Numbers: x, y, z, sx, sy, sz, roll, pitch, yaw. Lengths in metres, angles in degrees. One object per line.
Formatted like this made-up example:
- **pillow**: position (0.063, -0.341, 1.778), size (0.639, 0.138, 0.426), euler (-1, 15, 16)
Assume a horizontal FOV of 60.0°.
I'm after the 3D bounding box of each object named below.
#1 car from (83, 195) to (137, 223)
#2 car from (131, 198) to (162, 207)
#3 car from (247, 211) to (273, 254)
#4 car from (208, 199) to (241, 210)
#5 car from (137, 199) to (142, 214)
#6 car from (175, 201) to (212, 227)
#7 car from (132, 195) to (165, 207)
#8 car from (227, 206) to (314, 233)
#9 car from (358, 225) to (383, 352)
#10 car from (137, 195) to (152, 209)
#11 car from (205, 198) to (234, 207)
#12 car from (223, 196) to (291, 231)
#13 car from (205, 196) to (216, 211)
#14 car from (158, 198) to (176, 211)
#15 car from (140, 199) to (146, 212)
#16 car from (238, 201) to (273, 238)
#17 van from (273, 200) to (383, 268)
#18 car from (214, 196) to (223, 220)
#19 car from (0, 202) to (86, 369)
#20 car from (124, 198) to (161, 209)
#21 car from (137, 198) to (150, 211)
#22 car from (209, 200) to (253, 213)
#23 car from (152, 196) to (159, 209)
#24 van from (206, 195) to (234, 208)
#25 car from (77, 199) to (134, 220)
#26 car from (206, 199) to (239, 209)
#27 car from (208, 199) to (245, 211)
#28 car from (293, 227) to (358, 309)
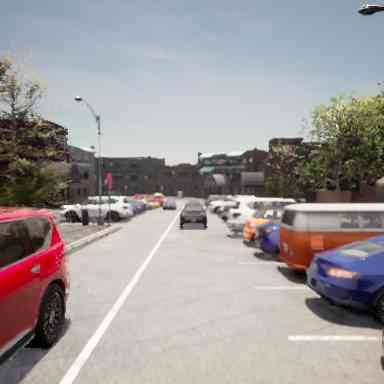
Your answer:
- **car**: position (-7.711, 1.391, 27.037), size (5.566, 2.045, 2.435), euler (0, 0, 0)
- **car**: position (-7.690, 1.790, 56.314), size (5.008, 1.535, 2.097), euler (0, 0, 0)
- **car**: position (4.677, 1.582, 12.020), size (4.792, 1.488, 2.163), euler (0, 0, 0)
- **car**: position (4.648, 1.810, 48.336), size (4.674, 1.452, 2.002), euler (0, 0, 0)
- **car**: position (-7.680, 1.717, 32.786), size (4.674, 1.452, 2.002), euler (0, 0, 0)
- **car**: position (0.098, 1.635, 23.930), size (2.128, 1.511, 4.902), euler (0, 0, 0)
- **car**: position (-7.656, 1.509, 59.256), size (5.566, 2.045, 2.435), euler (0, 0, 0)
- **car**: position (4.677, 1.632, 20.399), size (4.792, 1.488, 2.163), euler (0, 0, 0)
- **car**: position (4.680, 1.377, 3.639), size (4.553, 1.767, 2.185), euler (0, 0, 0)
- **car**: position (-7.715, 1.604, 41.727), size (4.553, 1.767, 2.185), euler (0, 0, 0)
- **car**: position (4.639, 1.788, 56.729), size (4.892, 1.521, 2.231), euler (0, 1, 0)
- **car**: position (4.676, 1.335, 17.608), size (5.566, 2.045, 2.435), euler (0, 0, 0)
- **car**: position (4.619, 1.452, 37.162), size (5.566, 2.045, 2.435), euler (0, 0, 0)
- **car**: position (-3.090, 1.826, 46.447), size (2.033, 1.411, 5.357), euler (0, 0, 0)
- **car**: position (-7.680, 1.735, 35.849), size (4.674, 1.452, 2.002), euler (0, 0, 0)
- **car**: position (4.618, 1.444, 14.812), size (4.553, 1.767, 2.185), euler (0, 0, 0)
- **van**: position (4.766, 1.310, 9.226), size (4.442, 1.987, 1.878), euler (0, 0, 0)
- **car**: position (4.679, 1.545, 31.699), size (4.553, 1.767, 2.185), euler (0, 0, 0)
- **car**: position (-3.101, 1.243, 3.399), size (2.150, 2.045, 5.566), euler (0, 0, 0)
- **car**: position (-7.499, 1.780, 50.542), size (5.366, 1.575, 1.946), euler (0, 0, 0)
- **car**: position (-7.712, 1.742, 38.788), size (4.792, 1.488, 2.163), euler (0, 0, 0)
- **car**: position (4.641, 1.720, 39.955), size (5.008, 1.535, 2.097), euler (0, 0, 0)
- **car**: position (-7.869, 1.762, 47.602), size (5.366, 1.575, 1.946), euler (0, 0, 0)
- **van**: position (4.529, 1.572, 53.921), size (4.442, 1.987, 1.878), euler (0, 0, 0)
- **car**: position (-7.651, 1.533, 29.849), size (4.553, 1.767, 2.185), euler (0, 0, 0)
- **car**: position (4.652, 1.788, 51.126), size (4.892, 1.521, 2.231), euler (0, 0, 0)
- **car**: position (4.640, 1.755, 45.666), size (4.892, 1.521, 2.231), euler (0, 0, 0)
- **car**: position (4.647, 1.560, 6.431), size (4.674, 1.452, 2.002), euler (0, 0, 0)
